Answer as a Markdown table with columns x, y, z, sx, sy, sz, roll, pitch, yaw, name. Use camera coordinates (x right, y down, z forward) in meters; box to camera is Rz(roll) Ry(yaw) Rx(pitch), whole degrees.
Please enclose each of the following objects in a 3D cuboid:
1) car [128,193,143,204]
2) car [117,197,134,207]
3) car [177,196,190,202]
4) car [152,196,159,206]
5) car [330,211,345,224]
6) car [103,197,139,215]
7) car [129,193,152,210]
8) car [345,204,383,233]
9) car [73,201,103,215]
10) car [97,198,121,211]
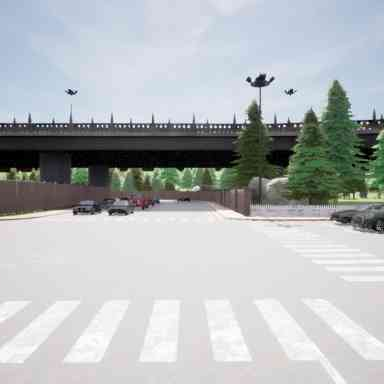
| x | y | z | sx | sy | sz | roll | pitch | yaw | name |
| --- | --- | --- | --- | --- | --- | --- | --- | --- | --- |
| -10.681 | 1.221 | 63.464 | 2.150 | 2.045 | 5.566 | 0 | 0 | -3 | car |
| -10.532 | 1.525 | 52.755 | 1.812 | 1.442 | 4.674 | 0 | 0 | 0 | car |
| -1.897 | 1.552 | 75.220 | 1.994 | 1.385 | 4.181 | 0 | 0 | -19 | car |
| -7.038 | 1.564 | 53.765 | 1.994 | 1.385 | 4.181 | 0 | 0 | 0 | car |
| 12.174 | 1.492 | 22.207 | 5.357 | 1.411 | 2.033 | 0 | 0 | 2 | car |
| -7.038 | 1.547 | 33.583 | 2.033 | 1.411 | 5.357 | 0 | 0 | 0 | car |
| -7.039 | 1.221 | 43.757 | 2.150 | 2.045 | 5.566 | 0 | 0 | 0 | car |
| 11.484 | 1.296 | 18.691 | 4.553 | 1.767 | 2.097 | 0 | 0 | 2 | car |
| -10.564 | 1.564 | 33.860 | 1.994 | 1.385 | 4.181 | 0 | 0 | 0 | car |
| -10.538 | 1.525 | 42.575 | 1.812 | 1.442 | 4.674 | 0 | 0 | 0 | car |
